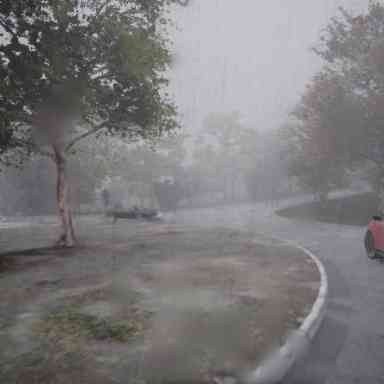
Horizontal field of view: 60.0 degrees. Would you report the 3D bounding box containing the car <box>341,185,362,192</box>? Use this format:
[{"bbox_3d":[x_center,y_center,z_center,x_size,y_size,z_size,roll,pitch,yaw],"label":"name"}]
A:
[{"bbox_3d":[33.116,-0.841,69.253,4.718,1.301,1.895,-6,2,-32],"label":"car"}]

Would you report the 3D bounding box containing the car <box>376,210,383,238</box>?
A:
[{"bbox_3d":[10.186,1.552,14.339,1.895,1.301,4.718,-1,0,0],"label":"car"}]

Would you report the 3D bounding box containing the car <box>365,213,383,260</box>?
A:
[{"bbox_3d":[6.490,1.208,9.115,2.150,2.045,5.566,-1,0,16],"label":"car"}]

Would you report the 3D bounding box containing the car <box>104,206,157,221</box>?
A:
[{"bbox_3d":[-5.737,1.977,31.033,4.718,1.301,1.895,-1,0,19],"label":"car"}]
